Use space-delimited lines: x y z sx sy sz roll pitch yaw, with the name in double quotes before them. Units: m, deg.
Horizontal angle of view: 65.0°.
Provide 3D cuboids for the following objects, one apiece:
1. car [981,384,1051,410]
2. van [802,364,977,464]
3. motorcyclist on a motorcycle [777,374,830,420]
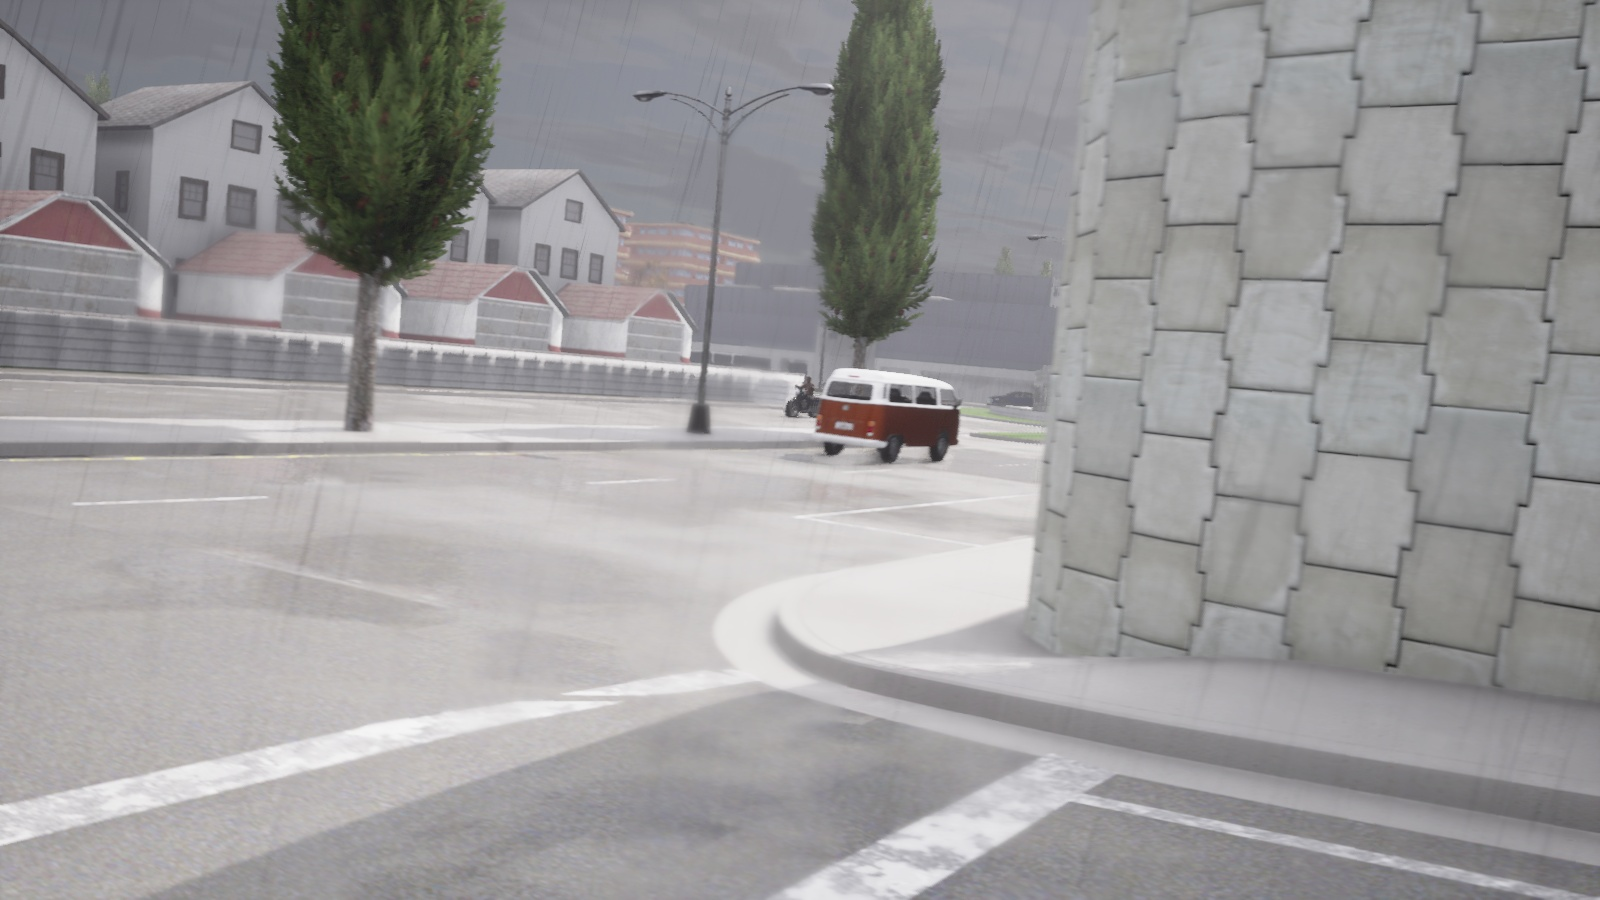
"car" 16.723 -4.106 97.181 4.856 1.649 2.033 3 4 -17
"van" 2.190 -0.841 29.549 2.069 2.038 4.480 7 5 32
"motorcyclist on a motorcycle" 0.142 -2.004 47.784 0.766 1.649 2.350 7 5 32
